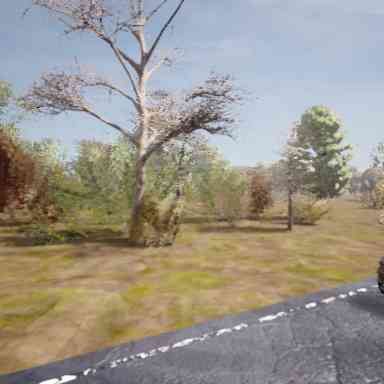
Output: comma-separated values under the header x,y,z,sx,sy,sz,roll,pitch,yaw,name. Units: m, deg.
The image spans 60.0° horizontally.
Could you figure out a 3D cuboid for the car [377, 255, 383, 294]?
x,y,z,sx,sy,sz,roll,pitch,yaw,name
6.230,1.571,7.675,5.008,1.535,1.882,1,0,-35,car
